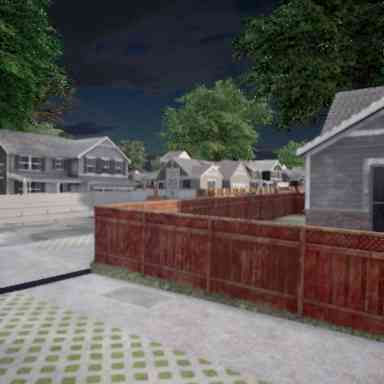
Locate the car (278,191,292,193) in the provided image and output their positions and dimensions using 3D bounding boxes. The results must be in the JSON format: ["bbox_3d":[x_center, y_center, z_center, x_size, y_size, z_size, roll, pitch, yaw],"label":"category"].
[{"bbox_3d":[13.218,0.502,47.419,2.033,1.411,5.357,1,2,35],"label":"car"}]

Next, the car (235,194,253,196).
[{"bbox_3d":[5.031,0.873,30.930,2.033,1.411,5.357,1,2,35],"label":"car"}]
